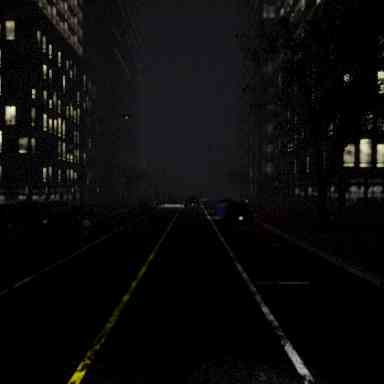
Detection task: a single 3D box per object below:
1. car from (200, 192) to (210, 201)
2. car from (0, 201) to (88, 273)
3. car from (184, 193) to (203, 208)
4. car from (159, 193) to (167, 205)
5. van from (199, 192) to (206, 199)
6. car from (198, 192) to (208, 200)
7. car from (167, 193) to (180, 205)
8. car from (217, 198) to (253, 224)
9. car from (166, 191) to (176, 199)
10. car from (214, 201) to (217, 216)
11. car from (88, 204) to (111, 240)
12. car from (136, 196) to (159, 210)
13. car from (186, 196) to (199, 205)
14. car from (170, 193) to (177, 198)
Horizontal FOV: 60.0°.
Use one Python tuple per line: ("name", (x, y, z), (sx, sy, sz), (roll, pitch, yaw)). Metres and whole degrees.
("car", (2.605, 1.137, 66.168), (2.008, 1.369, 4.403), (0, 0, 0))
("car", (-5.311, 1.245, 10.585), (2.192, 1.841, 5.009), (0, 0, 0))
("car", (0.057, 1.239, 41.741), (1.837, 1.490, 4.892), (0, 0, 0))
("car", (-5.286, 1.237, 49.497), (2.008, 1.369, 4.403), (0, 0, 0))
("van", (2.615, 0.828, 82.843), (1.690, 1.788, 3.998), (0, 0, 0))
("car", (2.612, 0.835, 77.284), (2.192, 1.841, 5.009), (0, 0, 0))
("car", (-2.793, 1.247, 50.297), (1.994, 1.385, 4.181), (0, 0, 0))
("car", (3.034, 1.355, 23.090), (1.837, 1.490, 4.892), (0, 0, 0))
("car", (-5.265, 0.800, 82.847), (2.192, 1.841, 5.009), (0, 0, 0))
("car", (3.032, 1.285, 30.090), (1.882, 1.535, 5.008), (0, 0, 0))
("car", (-5.307, 1.334, 16.145), (1.967, 1.590, 4.097), (0, 0, 0))
("car", (-5.293, 1.195, 38.379), (1.967, 1.590, 4.097), (0, 0, 0))
("car", (0.049, 1.272, 52.136), (1.895, 1.301, 4.718), (0, 0, 0))
("car", (-5.258, 1.001, 93.966), (1.802, 1.307, 4.206), (0, 0, 0))
